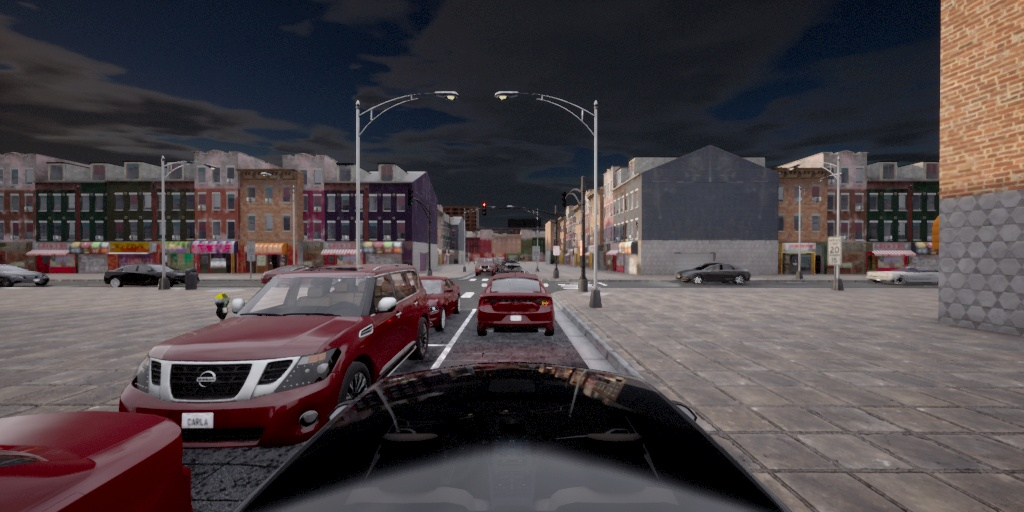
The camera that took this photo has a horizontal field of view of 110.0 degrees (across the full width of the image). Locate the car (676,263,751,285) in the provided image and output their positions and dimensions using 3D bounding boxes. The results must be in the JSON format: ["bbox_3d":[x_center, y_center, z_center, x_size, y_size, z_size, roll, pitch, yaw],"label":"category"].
[{"bbox_3d":[14.375,1.268,25.737,4.892,1.490,1.837,0,0,1],"label":"car"}]

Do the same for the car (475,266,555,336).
[{"bbox_3d":[0.091,1.227,10.427,1.882,1.535,5.008,0,0,0],"label":"car"}]

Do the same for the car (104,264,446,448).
[{"bbox_3d":[-2.641,1.064,5.529,2.192,1.841,5.009,0,0,0],"label":"car"}]

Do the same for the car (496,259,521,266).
[{"bbox_3d":[-0.129,1.261,32.846,1.837,1.490,4.892,-3,0,-6],"label":"car"}]

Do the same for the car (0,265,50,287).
[{"bbox_3d":[-32.607,1.266,22.845,4.674,1.442,1.812,0,0,0],"label":"car"}]

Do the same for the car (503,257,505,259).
[{"bbox_3d":[-2.675,1.337,64.506,2.007,1.370,4.403,0,0,0],"label":"car"}]

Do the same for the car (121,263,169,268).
[{"bbox_3d":[-22.810,1.221,22.834,5.008,1.535,1.882,0,0,0],"label":"car"}]

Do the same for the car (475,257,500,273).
[{"bbox_3d":[-2.659,1.073,37.372,2.192,1.841,5.009,0,0,0],"label":"car"}]

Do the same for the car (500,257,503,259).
[{"bbox_3d":[-2.666,1.081,48.226,2.192,1.841,5.009,0,0,0],"label":"car"}]

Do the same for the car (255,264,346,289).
[{"bbox_3d":[-13.352,1.278,22.860,4.674,1.442,1.812,0,0,-1],"label":"car"}]

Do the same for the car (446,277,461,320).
[{"bbox_3d":[-2.644,1.294,10.963,1.888,1.381,4.507,0,0,0],"label":"car"}]

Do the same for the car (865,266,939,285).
[{"bbox_3d":[28.493,1.385,25.719,4.718,1.301,1.895,0,0,0],"label":"car"}]
